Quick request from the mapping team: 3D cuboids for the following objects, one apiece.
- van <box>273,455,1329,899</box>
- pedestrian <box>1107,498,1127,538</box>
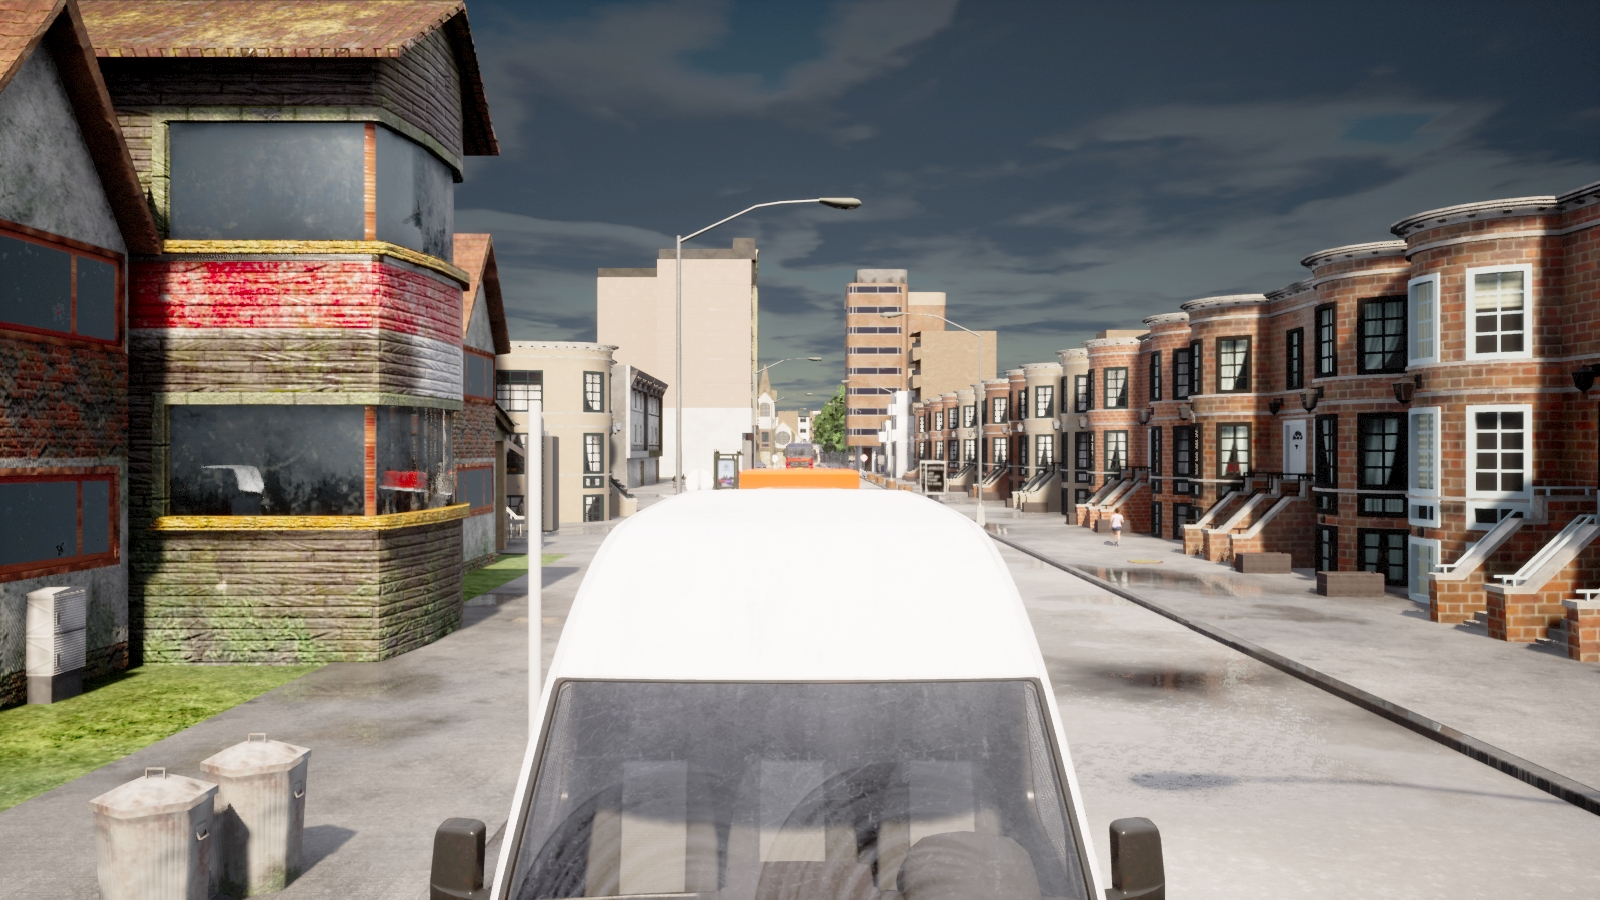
[{"bbox_3d":[-0.003,1.314,5.110,1.988,2.561,5.915,0,0,0],"label":"van"},{"bbox_3d":[8.924,1.903,32.180,0.500,1.100,0.500,0,0,12],"label":"pedestrian"}]
